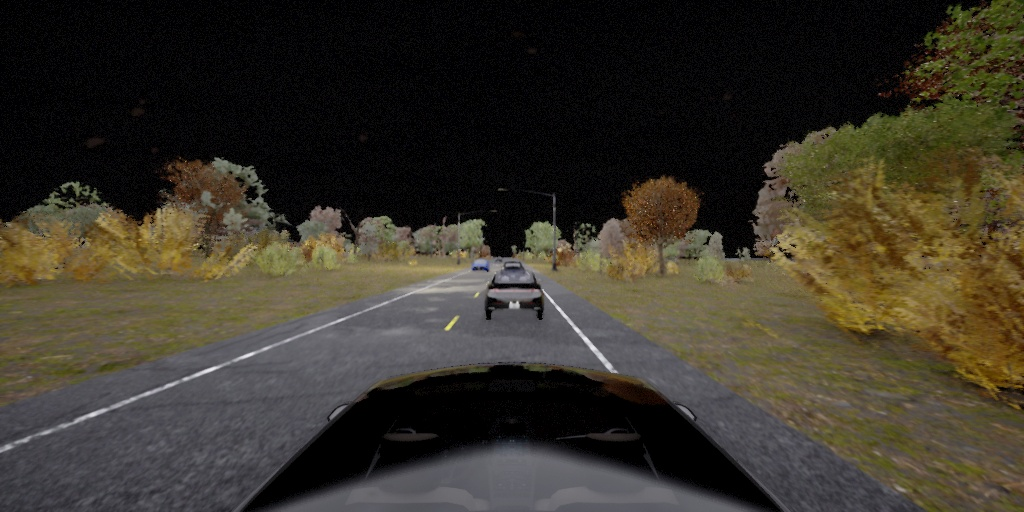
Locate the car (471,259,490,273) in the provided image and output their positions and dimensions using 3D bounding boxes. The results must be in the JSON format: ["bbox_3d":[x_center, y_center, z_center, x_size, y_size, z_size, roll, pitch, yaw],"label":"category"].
[{"bbox_3d":[-3.625,1.120,41.972,1.882,1.535,5.008,0,0,0],"label":"car"}]

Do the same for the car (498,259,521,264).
[{"bbox_3d":[0.064,1.181,27.984,1.837,1.490,4.892,0,0,0],"label":"car"}]

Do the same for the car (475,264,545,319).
[{"bbox_3d":[0.075,1.209,12.658,2.128,1.511,4.902,0,0,0],"label":"car"}]
